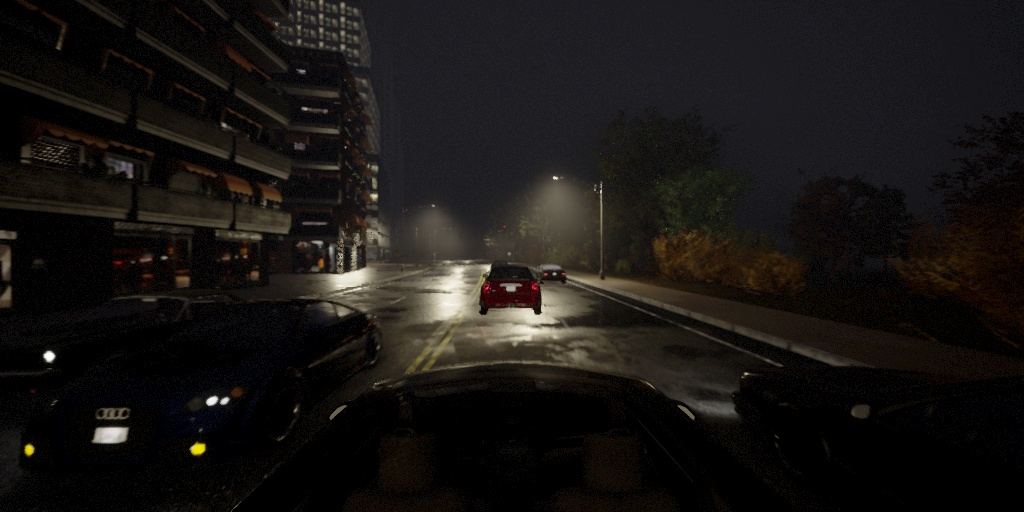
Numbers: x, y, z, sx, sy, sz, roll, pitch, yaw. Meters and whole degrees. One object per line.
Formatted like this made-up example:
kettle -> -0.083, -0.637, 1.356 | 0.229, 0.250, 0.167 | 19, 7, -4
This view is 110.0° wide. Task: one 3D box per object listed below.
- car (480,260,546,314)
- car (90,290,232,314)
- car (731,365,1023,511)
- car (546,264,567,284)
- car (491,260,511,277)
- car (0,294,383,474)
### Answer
car -> -0.086, 1.089, 13.831 | 2.097, 1.767, 4.553 | 0, 0, -1
car -> -6.636, 1.358, 6.699 | 1.895, 1.301, 4.718 | 0, 0, -1
car -> 3.355, 1.291, 1.489 | 2.033, 1.411, 5.357 | 0, 0, 0
car -> 2.711, 1.260, 26.433 | 2.033, 1.411, 5.357 | 0, 0, -3
car -> -1.198, 1.180, 36.659 | 1.882, 1.535, 5.008 | 0, 0, -4
car -> -3.378, 1.317, 5.002 | 1.994, 1.385, 4.181 | 0, 0, 0
